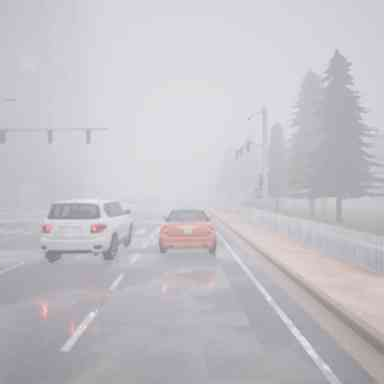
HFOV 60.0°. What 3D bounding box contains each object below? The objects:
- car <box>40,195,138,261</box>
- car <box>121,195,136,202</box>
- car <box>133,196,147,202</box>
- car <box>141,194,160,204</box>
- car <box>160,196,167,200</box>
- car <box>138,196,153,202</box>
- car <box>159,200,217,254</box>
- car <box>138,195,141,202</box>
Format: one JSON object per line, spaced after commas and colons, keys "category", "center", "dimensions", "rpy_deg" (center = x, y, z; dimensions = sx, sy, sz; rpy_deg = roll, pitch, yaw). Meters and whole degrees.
{"category": "car", "center": [-3.659, 1.261, 12.538], "dimensions": [2.150, 2.045, 5.566], "rpy_deg": [0, 0, -1]}
{"category": "car", "center": [-15.392, 1.576, 80.715], "dimensions": [2.097, 1.767, 4.553], "rpy_deg": [0, 0, -30]}
{"category": "car", "center": [-13.149, 1.743, 83.709], "dimensions": [1.812, 1.442, 4.674], "rpy_deg": [0, 0, -30]}
{"category": "car", "center": [-8.401, 1.392, 67.792], "dimensions": [2.150, 2.045, 5.566], "rpy_deg": [0, 0, -1]}
{"category": "car", "center": [-8.967, 1.757, 89.811], "dimensions": [2.033, 1.411, 5.357], "rpy_deg": [0, 0, -40]}
{"category": "car", "center": [-12.359, 1.779, 88.468], "dimensions": [1.994, 1.385, 4.181], "rpy_deg": [0, 0, -40]}
{"category": "car", "center": [-0.180, 1.383, 13.785], "dimensions": [2.097, 1.767, 4.553], "rpy_deg": [0, 0, -1]}
{"category": "car", "center": [-11.838, 1.736, 65.788], "dimensions": [1.994, 1.385, 4.181], "rpy_deg": [0, 0, -1]}
